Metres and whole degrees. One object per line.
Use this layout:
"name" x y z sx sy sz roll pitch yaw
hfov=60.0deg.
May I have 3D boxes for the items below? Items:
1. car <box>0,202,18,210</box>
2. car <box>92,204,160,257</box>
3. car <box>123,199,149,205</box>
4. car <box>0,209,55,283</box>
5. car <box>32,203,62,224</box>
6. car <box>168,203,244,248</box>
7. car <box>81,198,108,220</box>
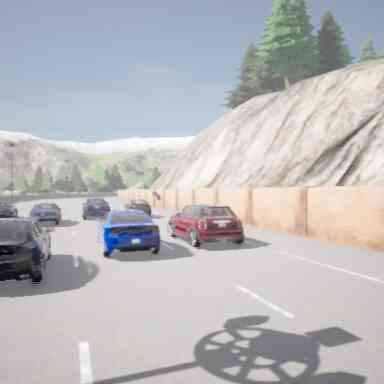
"car" -14.916 1.464 26.003 1.994 1.385 4.181 0 0 -20
"car" -2.623 1.421 12.890 1.882 1.535 5.008 0 0 -20
"car" -4.871 1.365 29.100 2.128 1.511 4.902 0 0 -20
"car" -5.007 1.469 9.187 1.837 1.490 4.892 0 0 -20
"car" -10.166 1.454 23.158 2.033 1.411 5.357 0 0 -20
"car" 0.431 1.282 14.730 2.097 1.767 4.553 0 0 -20
"car" -8.041 1.234 27.573 2.097 1.767 4.553 0 0 -20
